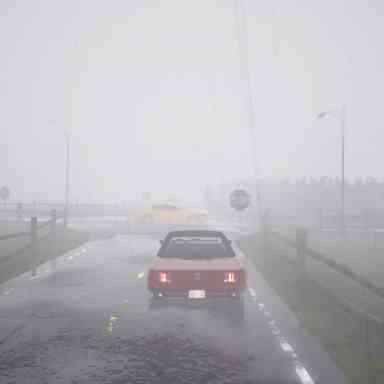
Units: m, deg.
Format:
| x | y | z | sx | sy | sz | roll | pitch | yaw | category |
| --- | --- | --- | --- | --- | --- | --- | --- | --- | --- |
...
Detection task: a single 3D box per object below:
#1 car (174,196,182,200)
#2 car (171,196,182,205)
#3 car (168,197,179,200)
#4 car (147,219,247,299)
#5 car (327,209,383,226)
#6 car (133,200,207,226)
| x | y | z | sx | sy | sz | roll | pitch | yaw | category |
| --- | --- | --- | --- | --- | --- | --- | --- | --- | --- |
| -2.886 | 1.577 | 49.578 | 2.033 | 1.411 | 5.357 | 0 | 0 | 0 | car |
| -2.864 | 1.522 | 62.252 | 1.882 | 1.535 | 5.008 | 0 | 0 | 1 | car |
| -2.888 | 1.582 | 39.326 | 1.994 | 1.385 | 4.181 | 0 | 0 | -1 | car |
| 0.094 | 1.602 | 8.376 | 1.895 | 1.301 | 4.718 | 0 | 0 | 0 | car |
| 12.951 | 1.955 | 25.819 | 4.718 | 1.301 | 1.895 | 1 | -1 | 2 | car |
| -1.502 | 1.493 | 22.930 | 5.008 | 1.535 | 1.882 | 0 | 0 | 0 | car |
